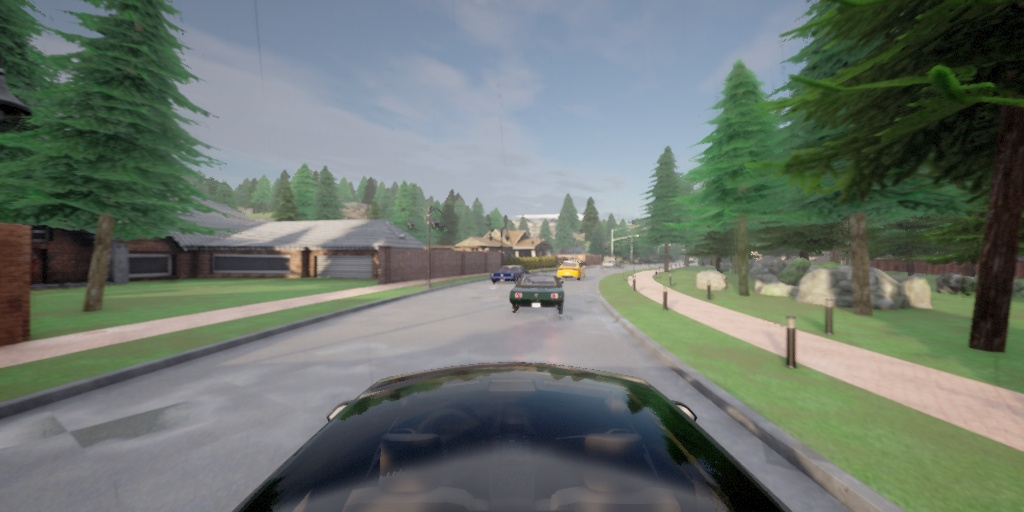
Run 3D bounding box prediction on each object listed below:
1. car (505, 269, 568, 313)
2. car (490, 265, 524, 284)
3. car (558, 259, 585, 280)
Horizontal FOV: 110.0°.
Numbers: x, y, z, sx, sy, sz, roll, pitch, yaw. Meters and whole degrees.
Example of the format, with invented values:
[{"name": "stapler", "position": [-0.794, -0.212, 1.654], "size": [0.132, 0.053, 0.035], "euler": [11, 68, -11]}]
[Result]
[{"name": "car", "position": [1.111, 1.365, 14.225], "size": [1.895, 1.301, 4.718], "euler": [0, 0, 7]}, {"name": "car", "position": [-0.103, 1.368, 26.663], "size": [1.895, 1.301, 4.718], "euler": [0, 0, 15]}, {"name": "car", "position": [5.297, 1.272, 31.628], "size": [1.882, 1.535, 5.008], "euler": [0, 0, 18]}]
